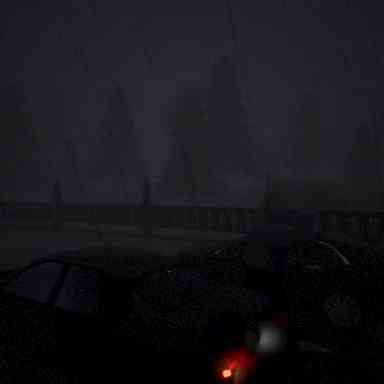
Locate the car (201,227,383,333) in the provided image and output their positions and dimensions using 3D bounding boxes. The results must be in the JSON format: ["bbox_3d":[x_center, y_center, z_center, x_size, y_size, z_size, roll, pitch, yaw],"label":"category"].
[{"bbox_3d":[1.744,1.483,6.791,4.892,1.490,1.837,0,0,34],"label":"car"}]

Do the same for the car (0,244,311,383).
[{"bbox_3d":[-1.361,1.534,4.719,5.357,1.411,2.033,0,0,33],"label":"car"}]
